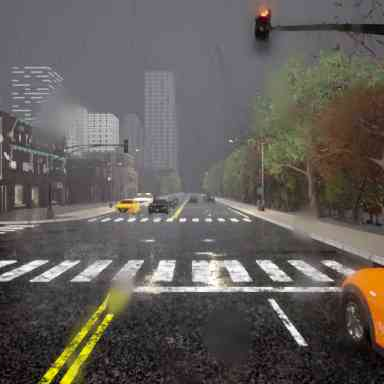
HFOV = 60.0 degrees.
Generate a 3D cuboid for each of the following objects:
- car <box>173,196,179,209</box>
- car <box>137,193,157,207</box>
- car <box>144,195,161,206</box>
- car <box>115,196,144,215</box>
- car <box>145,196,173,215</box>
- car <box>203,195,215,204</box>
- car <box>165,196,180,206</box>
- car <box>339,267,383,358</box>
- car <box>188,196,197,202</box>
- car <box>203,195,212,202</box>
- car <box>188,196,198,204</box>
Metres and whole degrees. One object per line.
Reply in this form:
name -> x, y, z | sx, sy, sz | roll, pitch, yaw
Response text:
car -> -3.236, 1.549, 44.585 | 1.994, 1.385, 4.181 | 0, 0, 0
car -> -6.484, 1.207, 44.801 | 2.150, 2.045, 5.566 | 0, 0, 0
car -> -6.455, 1.332, 54.791 | 2.097, 1.767, 4.553 | 0, 0, 0
car -> -6.515, 1.467, 33.886 | 1.882, 1.535, 5.008 | 0, 0, 0
car -> -3.266, 1.467, 33.912 | 1.882, 1.535, 5.008 | 0, 0, 0
car -> 3.500, 1.467, 64.714 | 2.128, 1.511, 4.902 | 0, 0, 0
car -> -3.204, 1.472, 54.943 | 2.128, 1.511, 4.902 | 0, 0, 0
car -> 3.359, 1.351, 3.399 | 2.097, 1.767, 4.553 | 0, 0, 0
car -> 0.180, 1.565, 74.932 | 1.895, 1.301, 4.718 | 0, 0, 0
car -> 3.430, 1.447, 74.879 | 1.882, 1.535, 5.008 | 0, 0, 0
car -> 0.251, 1.523, 64.439 | 2.033, 1.411, 5.357 | 0, 0, 1
